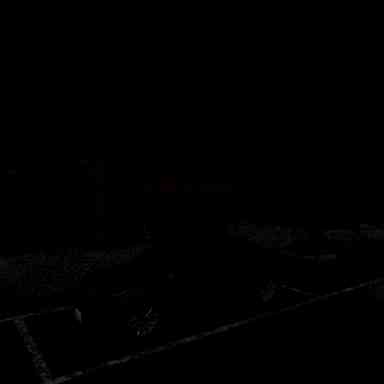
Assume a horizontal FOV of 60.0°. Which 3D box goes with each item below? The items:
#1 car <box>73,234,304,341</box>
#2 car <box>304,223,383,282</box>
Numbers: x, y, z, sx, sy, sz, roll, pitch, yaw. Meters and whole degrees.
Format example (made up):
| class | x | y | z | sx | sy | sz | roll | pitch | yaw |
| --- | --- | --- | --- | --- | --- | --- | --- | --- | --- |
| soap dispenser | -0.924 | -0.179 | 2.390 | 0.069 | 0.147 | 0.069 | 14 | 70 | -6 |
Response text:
| class | x | y | z | sx | sy | sz | roll | pitch | yaw |
| --- | --- | --- | --- | --- | --- | --- | --- | --- | --- |
| car | -0.027 | 1.566 | 6.516 | 4.313 | 1.339 | 1.947 | 0 | 0 | -35 |
| car | 4.454 | 1.582 | 9.708 | 4.206 | 1.307 | 1.802 | 0 | 0 | -35 |
